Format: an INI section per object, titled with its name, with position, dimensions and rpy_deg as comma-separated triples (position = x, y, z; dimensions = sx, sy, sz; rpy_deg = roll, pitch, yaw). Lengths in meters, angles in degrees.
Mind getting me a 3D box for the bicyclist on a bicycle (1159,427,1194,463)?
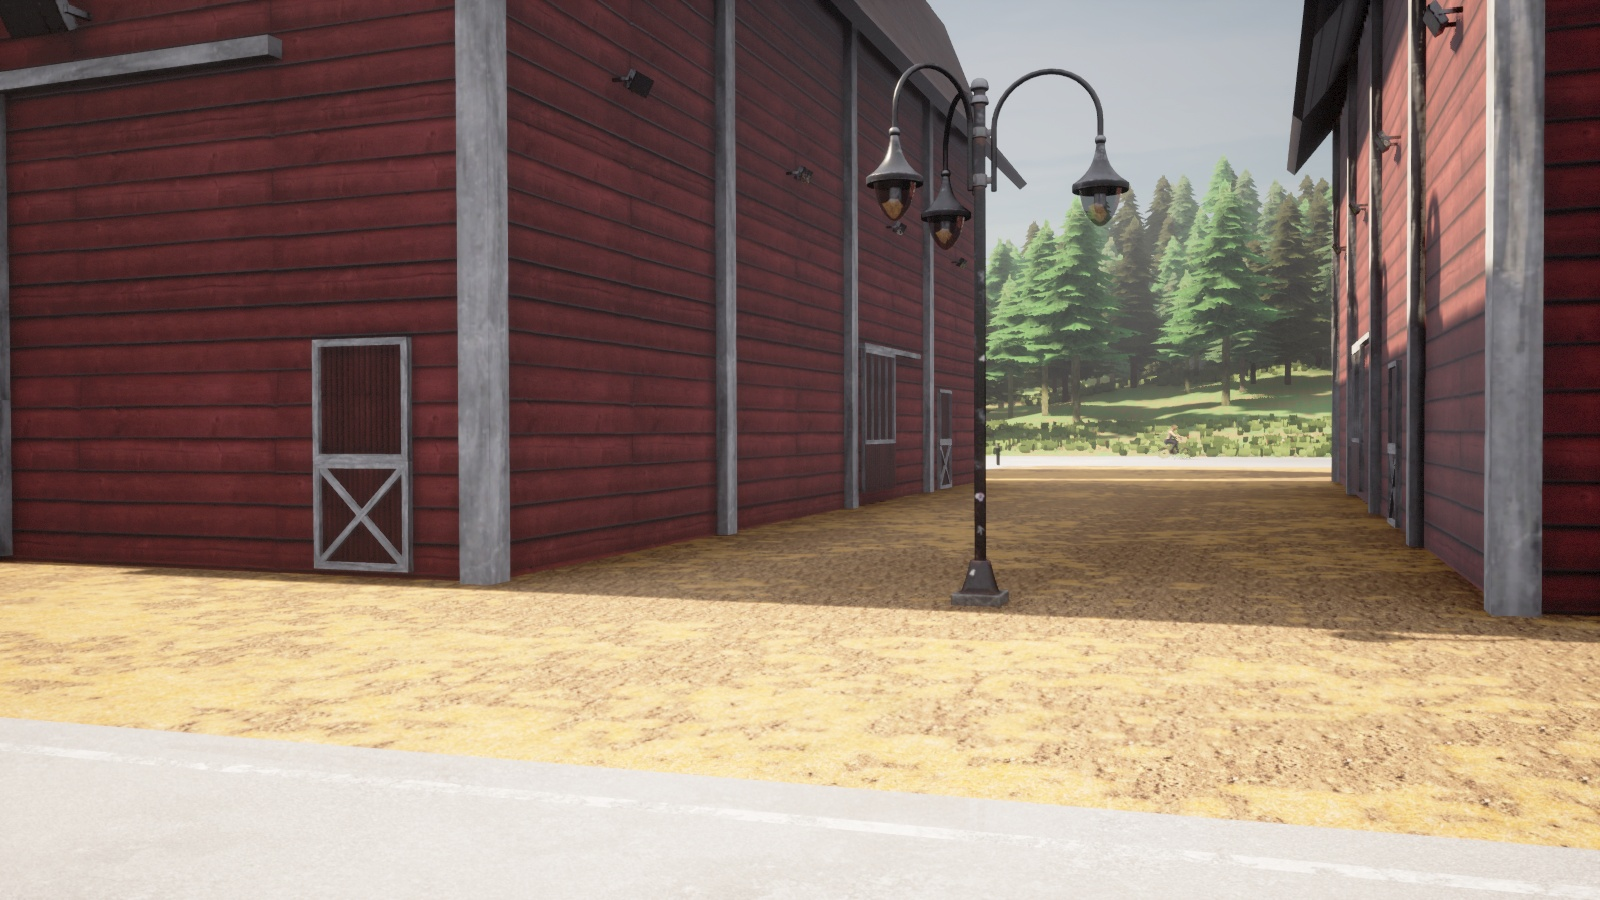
[bicyclist on a bicycle]
position = 17.317, -0.236, 57.736
dimensions = 1.509, 1.612, 0.866
rpy_deg = 1, 1, 20
